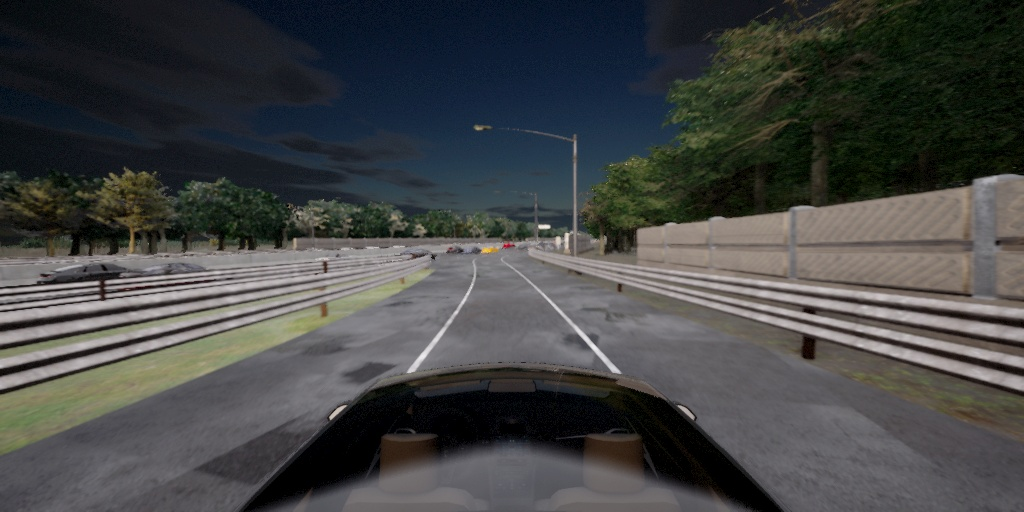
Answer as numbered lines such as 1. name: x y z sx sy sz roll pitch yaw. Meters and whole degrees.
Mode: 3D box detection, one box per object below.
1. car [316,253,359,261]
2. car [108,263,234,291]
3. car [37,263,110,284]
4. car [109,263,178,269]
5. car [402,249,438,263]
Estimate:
1. car: -19.245 0.351 39.976 1.895 1.301 4.718 0 3 18
2. car: -18.293 1.294 19.783 1.895 1.301 4.718 0 3 18
3. car: -24.973 1.196 21.879 1.837 1.490 4.892 0 3 18
4. car: -21.037 1.141 22.717 2.033 1.411 5.357 0 3 18
5. car: -10.769 -0.060 43.554 1.882 1.535 5.008 0 3 18
